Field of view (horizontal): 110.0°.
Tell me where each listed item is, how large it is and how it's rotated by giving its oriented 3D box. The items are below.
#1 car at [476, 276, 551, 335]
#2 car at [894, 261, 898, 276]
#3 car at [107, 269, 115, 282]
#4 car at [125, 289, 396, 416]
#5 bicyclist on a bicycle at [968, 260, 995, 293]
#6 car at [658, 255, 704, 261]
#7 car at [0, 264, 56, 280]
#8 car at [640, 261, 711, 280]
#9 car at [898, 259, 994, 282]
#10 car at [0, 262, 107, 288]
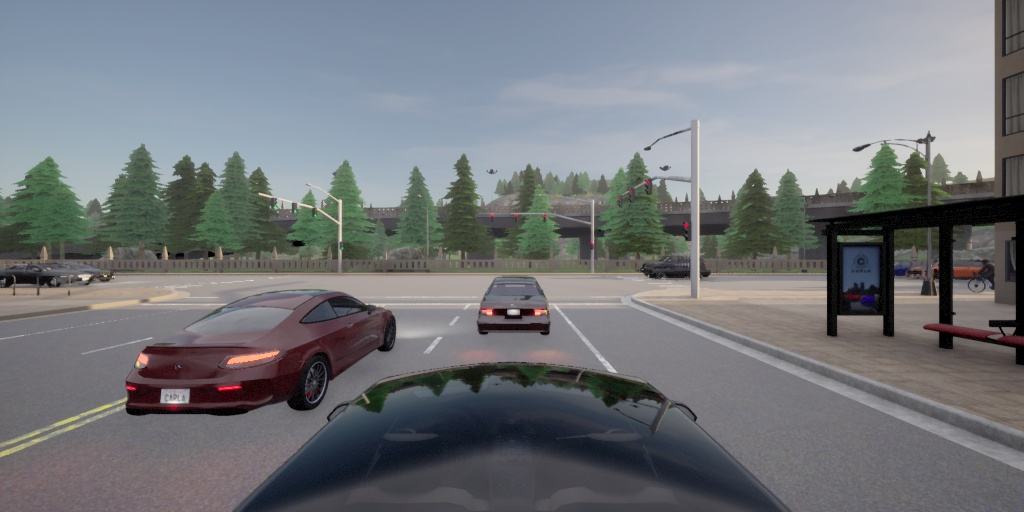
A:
[{"bbox_3d":[0.086,1.297,10.483,2.033,1.411,5.357,0,0,1],"label":"car"},{"bbox_3d":[34.134,1.172,31.530,5.008,1.535,1.882,0,0,11],"label":"car"},{"bbox_3d":[-31.832,1.199,25.959,4.892,1.490,1.837,0,0,1],"label":"car"},{"bbox_3d":[-3.448,1.276,5.987,1.812,1.442,4.674,0,0,0],"label":"car"},{"bbox_3d":[22.752,0.995,17.082,0.582,1.620,1.656,0,0,1],"label":"bicyclist on a bicycle"},{"bbox_3d":[14.681,0.915,32.644,5.566,2.045,2.150,0,0,1],"label":"car"},{"bbox_3d":[-41.415,1.295,29.720,4.718,1.301,1.895,0,0,-1],"label":"car"},{"bbox_3d":[13.342,1.295,29.162,4.718,1.301,1.895,0,0,1],"label":"car"},{"bbox_3d":[34.027,1.047,28.000,4.553,1.767,2.097,0,0,13],"label":"car"},{"bbox_3d":[-29.181,1.186,22.406,4.902,1.511,2.128,0,0,-2],"label":"car"}]
